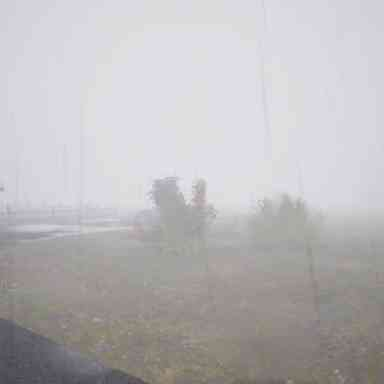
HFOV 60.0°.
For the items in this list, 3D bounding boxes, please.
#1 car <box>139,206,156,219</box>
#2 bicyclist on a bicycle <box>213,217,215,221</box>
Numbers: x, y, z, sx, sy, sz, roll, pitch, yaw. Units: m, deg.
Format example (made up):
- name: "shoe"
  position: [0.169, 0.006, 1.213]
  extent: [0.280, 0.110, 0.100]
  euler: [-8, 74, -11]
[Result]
- name: "car"
  position: [-2.475, 1.878, 29.988]
  extent: [2.033, 1.411, 5.357]
  euler: [-2, -2, 36]
- name: "bicyclist on a bicycle"
  position: [1.295, 1.724, 28.502]
  extent: [1.656, 1.620, 0.582]
  euler: [-1, -1, 36]
